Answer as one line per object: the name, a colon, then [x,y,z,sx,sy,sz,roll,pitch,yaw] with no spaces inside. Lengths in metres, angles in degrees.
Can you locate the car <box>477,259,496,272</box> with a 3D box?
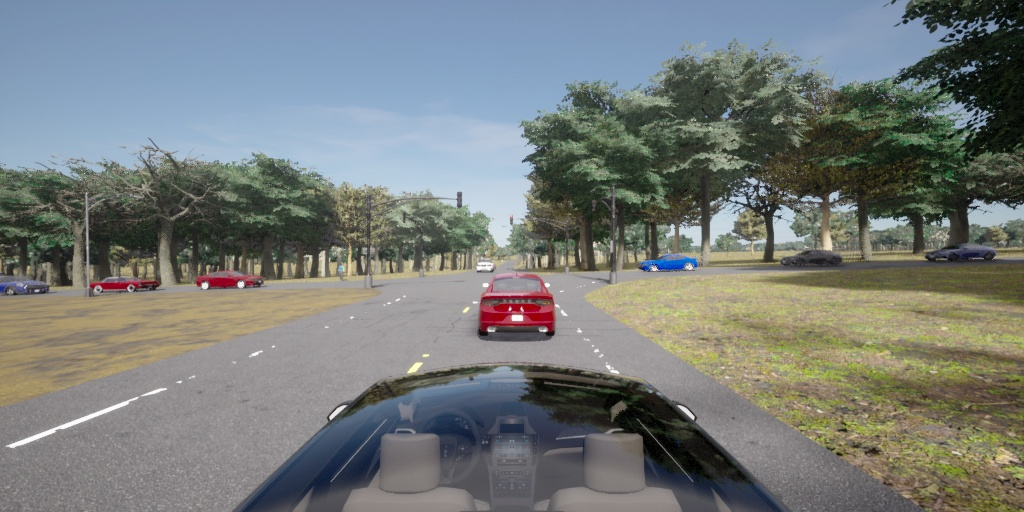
car: [-3.910,1.391,53.011,2.150,2.045,5.566,0,-1,1]

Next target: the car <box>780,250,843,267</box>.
car: [26.501,0.182,31.772,4.674,1.442,1.812,-2,-1,2]

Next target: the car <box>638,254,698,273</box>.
car: [13.871,0.631,32.017,5.008,1.535,1.882,-2,-1,-1]

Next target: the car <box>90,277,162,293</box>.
car: [-33.040,2.415,30.647,4.718,1.301,1.895,-2,-1,3]

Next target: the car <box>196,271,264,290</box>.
car: [-23.682,1.973,30.224,5.008,1.535,1.882,-2,-1,2]

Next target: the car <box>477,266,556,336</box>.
car: [0.129,1.229,10.446,1.882,1.535,5.008,0,0,0]

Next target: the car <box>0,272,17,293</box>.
car: [-52.812,2.699,35.247,5.566,2.045,2.150,-2,-1,3]

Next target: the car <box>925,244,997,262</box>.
car: [39.017,-0.300,31.222,4.674,1.442,1.812,-2,-1,2]

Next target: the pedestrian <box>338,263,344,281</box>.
pedestrian: [-17.905,1.665,37.570,0.375,1.860,0.375,0,1,3]

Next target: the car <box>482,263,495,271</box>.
car: [-4.074,1.907,62.961,1.994,1.385,4.181,0,-1,0]

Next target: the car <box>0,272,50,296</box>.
car: [-43.321,2.500,31.141,4.553,1.767,2.097,-2,-1,3]
